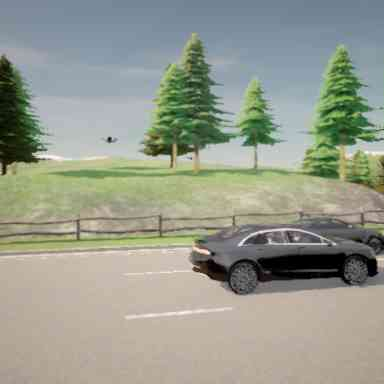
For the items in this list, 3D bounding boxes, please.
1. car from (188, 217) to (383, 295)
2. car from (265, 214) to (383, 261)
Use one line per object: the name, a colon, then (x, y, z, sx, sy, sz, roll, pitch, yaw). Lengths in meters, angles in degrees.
car: (2.349, 1.570, 8.646, 4.902, 1.511, 2.128, -1, -1, -12)
car: (5.207, 1.655, 12.811, 4.181, 1.385, 1.994, -1, -1, -12)
